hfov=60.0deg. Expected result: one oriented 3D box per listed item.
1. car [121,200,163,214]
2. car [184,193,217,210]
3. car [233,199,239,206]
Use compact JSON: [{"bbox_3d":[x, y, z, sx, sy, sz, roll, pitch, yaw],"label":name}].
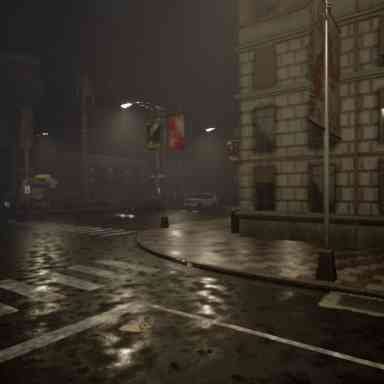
[{"bbox_3d":[-5.027,1.547,35.640,2.033,1.411,5.357,0,0,36],"label":"car"},{"bbox_3d":[1.211,1.222,44.048,2.150,2.045,5.566,0,0,37],"label":"car"},{"bbox_3d":[8.420,1.478,52.131,5.008,1.535,1.882,0,0,-42],"label":"car"}]
